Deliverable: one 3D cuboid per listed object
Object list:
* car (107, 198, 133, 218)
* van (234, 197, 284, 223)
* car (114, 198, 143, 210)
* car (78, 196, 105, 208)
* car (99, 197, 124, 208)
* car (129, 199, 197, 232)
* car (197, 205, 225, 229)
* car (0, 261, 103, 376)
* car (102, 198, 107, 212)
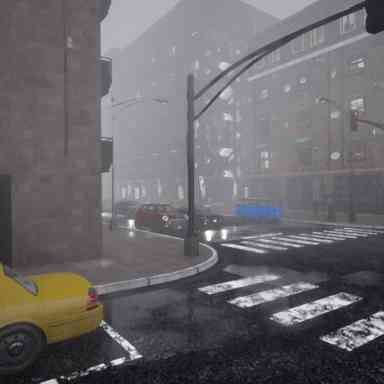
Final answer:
[{"bbox_3d":[-5.626,1.494,29.636,1.812,1.442,4.674,-1,0,-36],"label":"car"},{"bbox_3d":[4.945,1.280,24.905,1.690,1.788,3.998,0,0,-36],"label":"van"},{"bbox_3d":[-8.331,1.463,43.251,1.887,1.381,4.507,-1,0,-36],"label":"car"},{"bbox_3d":[-14.294,1.429,46.982,2.128,1.511,4.902,-1,0,-36],"label":"car"},{"bbox_3d":[-11.650,1.463,47.838,1.887,1.381,4.507,-1,0,-36],"label":"car"},{"bbox_3d":[-1.855,1.441,20.008,1.967,1.590,4.097,0,0,-36],"label":"car"},{"bbox_3d":[0.210,1.545,21.571,1.994,1.385,4.181,-1,0,-36],"label":"car"},{"bbox_3d":[-3.585,1.525,4.011,4.829,1.417,1.752,0,0,-35],"label":"car"},{"bbox_3d":[-11.566,1.453,37.860,2.128,1.511,4.902,-1,0,-36],"label":"car"}]
